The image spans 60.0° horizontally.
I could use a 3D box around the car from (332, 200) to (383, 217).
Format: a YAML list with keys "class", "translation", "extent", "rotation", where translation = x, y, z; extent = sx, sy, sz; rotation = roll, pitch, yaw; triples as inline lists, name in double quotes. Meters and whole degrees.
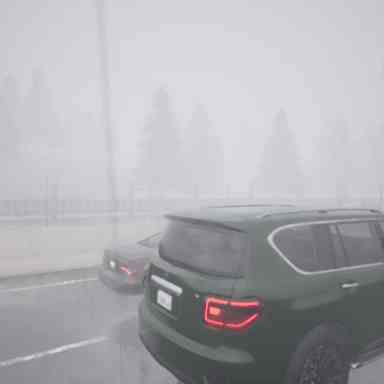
- class: "car"
  translation: [15.481, 1.515, 30.733]
  extent: [4.674, 1.442, 1.812]
  rotation: [0, 0, -18]

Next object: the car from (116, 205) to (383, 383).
- class: "car"
  translation: [1.975, 1.216, 4.890]
  extent: [5.566, 2.045, 2.150]
  rotation: [0, 0, -32]

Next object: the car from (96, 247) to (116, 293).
- class: "car"
  translation: [0.508, 1.528, 8.118]
  extent: [5.357, 1.411, 2.033]
  rotation: [0, 0, -32]
